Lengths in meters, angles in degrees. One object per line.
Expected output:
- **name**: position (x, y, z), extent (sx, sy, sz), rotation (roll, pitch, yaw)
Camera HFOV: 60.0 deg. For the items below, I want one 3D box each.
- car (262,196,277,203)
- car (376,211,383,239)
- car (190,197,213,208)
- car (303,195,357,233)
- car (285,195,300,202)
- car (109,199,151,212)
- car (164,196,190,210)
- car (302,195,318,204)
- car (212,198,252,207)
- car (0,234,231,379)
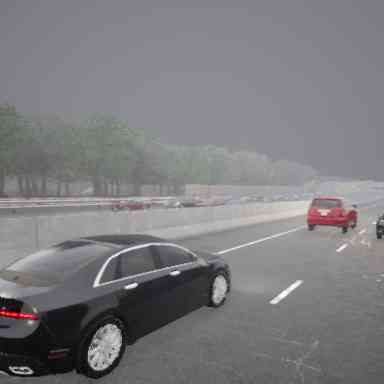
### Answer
- **car**: position (16.277, 1.595, 70.097), extent (2.128, 1.511, 4.902), rotation (1, 0, 34)
- **car**: position (10.724, 1.602, 17.223), extent (2.128, 1.511, 4.902), rotation (1, 0, 33)
- **car**: position (2.207, 1.442, 36.472), extent (1.882, 1.535, 5.008), rotation (1, 0, 33)
- **car**: position (8.773, 1.303, 20.624), extent (2.150, 2.045, 5.566), rotation (1, 0, 33)
- **car**: position (21.751, 1.486, 71.972), extent (2.097, 1.767, 4.553), rotation (1, 0, 34)
- **car**: position (-6.618, 1.453, 35.807), extent (1.895, 1.301, 4.718), rotation (1, 0, 33)
- **car**: position (-1.171, 1.270, 37.702), extent (2.097, 1.767, 4.553), rotation (1, 0, 33)
- **car**: position (25.119, 1.526, 70.708), extent (2.097, 1.767, 4.553), rotation (1, 0, 34)
- **car**: position (4.363, 1.476, 33.385), extent (1.882, 1.535, 5.008), rotation (1, 0, 33)
- **car**: position (-1.027, 1.478, 5.653), extent (1.837, 1.490, 4.892), rotation (1, 0, 33)
